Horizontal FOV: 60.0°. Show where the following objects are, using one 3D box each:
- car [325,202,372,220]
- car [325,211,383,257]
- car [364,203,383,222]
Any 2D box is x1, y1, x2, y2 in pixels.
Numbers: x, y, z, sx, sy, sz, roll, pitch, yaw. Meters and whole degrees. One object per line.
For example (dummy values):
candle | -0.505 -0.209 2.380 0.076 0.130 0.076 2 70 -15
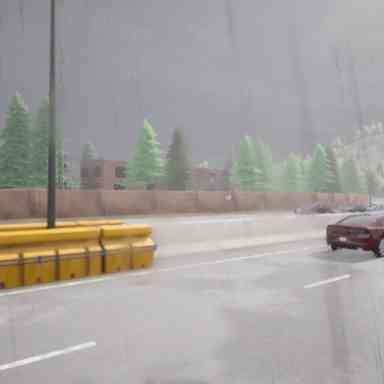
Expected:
car | 15.563 1.805 32.886 4.902 1.511 2.128 1 0 -37
car | 7.536 1.616 13.679 5.008 1.535 1.882 1 -1 -36
car | 17.818 1.792 30.199 5.008 1.535 1.882 1 0 -37
